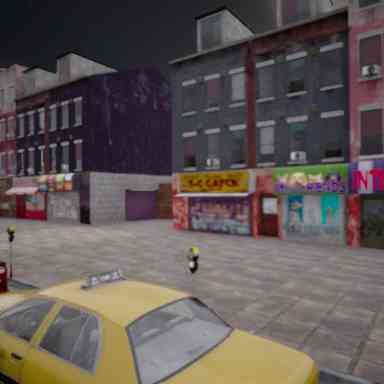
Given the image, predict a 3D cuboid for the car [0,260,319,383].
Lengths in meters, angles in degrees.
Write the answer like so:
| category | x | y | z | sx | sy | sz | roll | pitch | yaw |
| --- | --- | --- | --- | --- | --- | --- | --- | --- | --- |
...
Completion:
| category | x | y | z | sx | sy | sz | roll | pitch | yaw |
| --- | --- | --- | --- | --- | --- | --- | --- | --- | --- |
| car | -1.150 | 1.530 | 3.638 | 4.829 | 1.417 | 1.752 | 0 | -1 | 35 |
